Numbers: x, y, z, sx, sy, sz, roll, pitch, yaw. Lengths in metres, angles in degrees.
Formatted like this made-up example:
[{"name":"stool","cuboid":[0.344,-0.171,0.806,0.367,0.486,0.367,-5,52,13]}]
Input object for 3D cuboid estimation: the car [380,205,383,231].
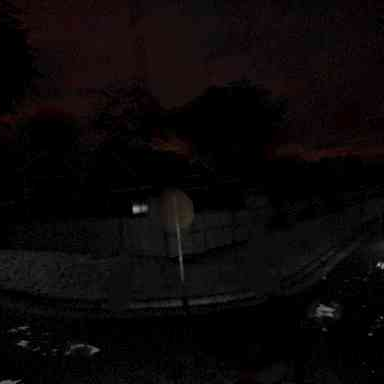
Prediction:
[{"name":"car","cuboid":[9.957,0.887,15.302,2.128,1.511,4.902,-6,-1,36]}]
